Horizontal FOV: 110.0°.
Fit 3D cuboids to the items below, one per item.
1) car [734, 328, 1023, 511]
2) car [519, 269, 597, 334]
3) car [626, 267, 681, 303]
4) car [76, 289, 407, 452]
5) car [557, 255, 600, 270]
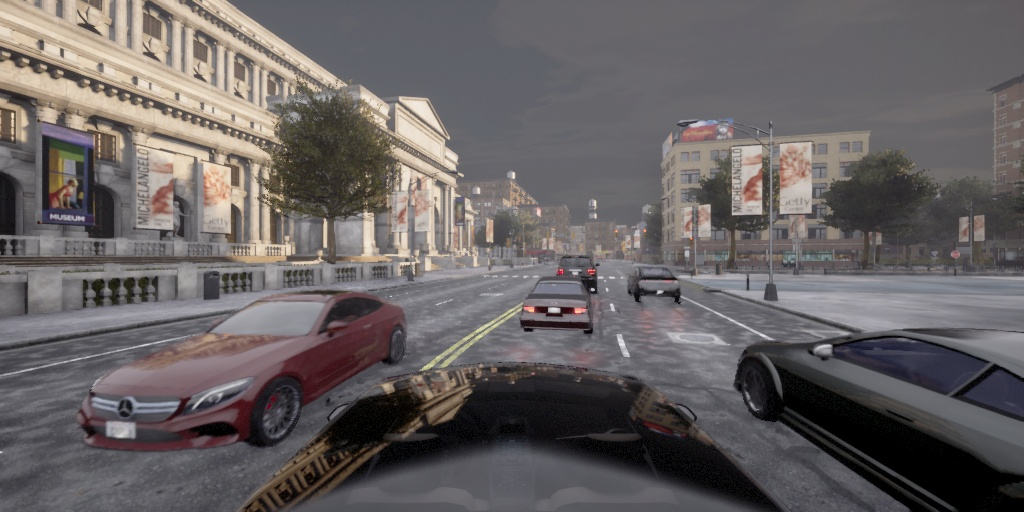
[{"bbox_3d":[3.892,1.314,3.099,1.994,1.385,4.181,0,0,3],"label":"car"},{"bbox_3d":[1.473,1.297,10.734,2.033,1.411,5.357,0,0,11],"label":"car"},{"bbox_3d":[6.509,1.242,16.800,2.128,1.511,4.902,0,0,13],"label":"car"},{"bbox_3d":[-3.166,1.276,5.474,1.812,1.442,4.674,0,0,7],"label":"car"},{"bbox_3d":[3.821,0.971,20.710,2.150,2.045,5.566,0,0,14],"label":"car"}]
